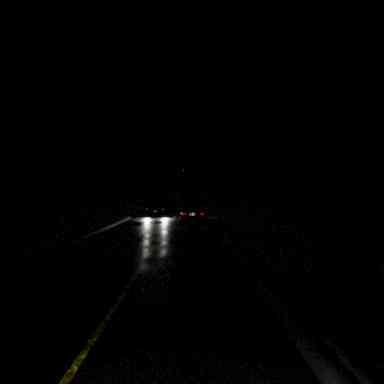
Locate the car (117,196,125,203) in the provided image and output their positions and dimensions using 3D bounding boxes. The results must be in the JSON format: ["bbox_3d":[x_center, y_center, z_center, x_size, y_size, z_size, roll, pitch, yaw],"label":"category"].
[{"bbox_3d":[-15.453,1.351,64.445,4.829,1.417,1.752,-1,1,0],"label":"car"}]

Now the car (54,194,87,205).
[{"bbox_3d":[-20.972,1.319,55.926,5.009,1.841,2.192,-1,1,0],"label":"car"}]

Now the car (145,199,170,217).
[{"bbox_3d":[-3.069,1.411,30.245,1.837,1.490,4.892,0,0,0],"label":"car"}]

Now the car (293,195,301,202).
[{"bbox_3d":[17.058,1.141,55.857,4.403,1.369,2.008,-1,1,0],"label":"car"}]

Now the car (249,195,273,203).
[{"bbox_3d":[11.680,1.218,55.868,4.313,1.339,1.947,-1,1,0],"label":"car"}]

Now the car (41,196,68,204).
[{"bbox_3d":[-26.641,1.503,64.468,4.313,1.339,1.947,-1,1,0],"label":"car"}]

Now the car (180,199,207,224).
[{"bbox_3d":[0.093,1.479,24.119,2.033,1.411,5.357,0,0,1],"label":"car"}]

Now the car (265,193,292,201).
[{"bbox_3d":[16.729,0.998,64.382,4.829,1.417,1.752,-1,1,0],"label":"car"}]

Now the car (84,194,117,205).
[{"bbox_3d":[-15.289,1.528,55.922,4.206,1.307,1.802,-1,1,0],"label":"car"}]
